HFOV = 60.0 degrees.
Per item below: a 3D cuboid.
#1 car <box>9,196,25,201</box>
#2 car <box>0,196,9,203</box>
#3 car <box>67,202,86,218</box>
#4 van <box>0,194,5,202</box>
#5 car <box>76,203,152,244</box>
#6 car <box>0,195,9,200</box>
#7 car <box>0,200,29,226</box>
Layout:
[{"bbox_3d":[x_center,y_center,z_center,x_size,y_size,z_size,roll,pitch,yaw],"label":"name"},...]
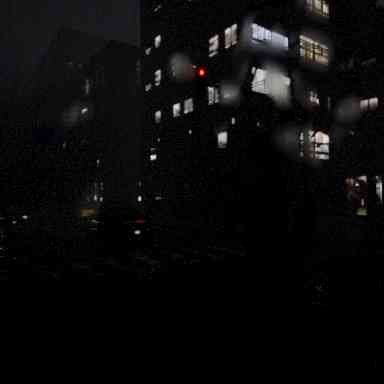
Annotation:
[{"bbox_3d":[-29.178,1.589,56.099,1.752,1.417,4.829,0,0,-36],"label":"car"},{"bbox_3d":[-42.371,1.660,74.513,1.752,1.417,4.829,0,0,-36],"label":"car"},{"bbox_3d":[-9.386,1.531,28.475,1.752,1.417,4.829,0,0,-36],"label":"car"},{"bbox_3d":[-45.571,1.496,78.979,1.690,1.788,3.998,0,0,-36],"label":"van"},{"bbox_3d":[-3.690,1.485,16.055,2.128,1.511,4.902,0,0,-35],"label":"car"},{"bbox_3d":[-35.676,1.535,65.168,1.967,1.590,4.097,0,0,-36],"label":"car"},{"bbox_3d":[-12.959,1.559,23.519,2.033,1.411,5.357,0,0,-36],"label":"car"}]
